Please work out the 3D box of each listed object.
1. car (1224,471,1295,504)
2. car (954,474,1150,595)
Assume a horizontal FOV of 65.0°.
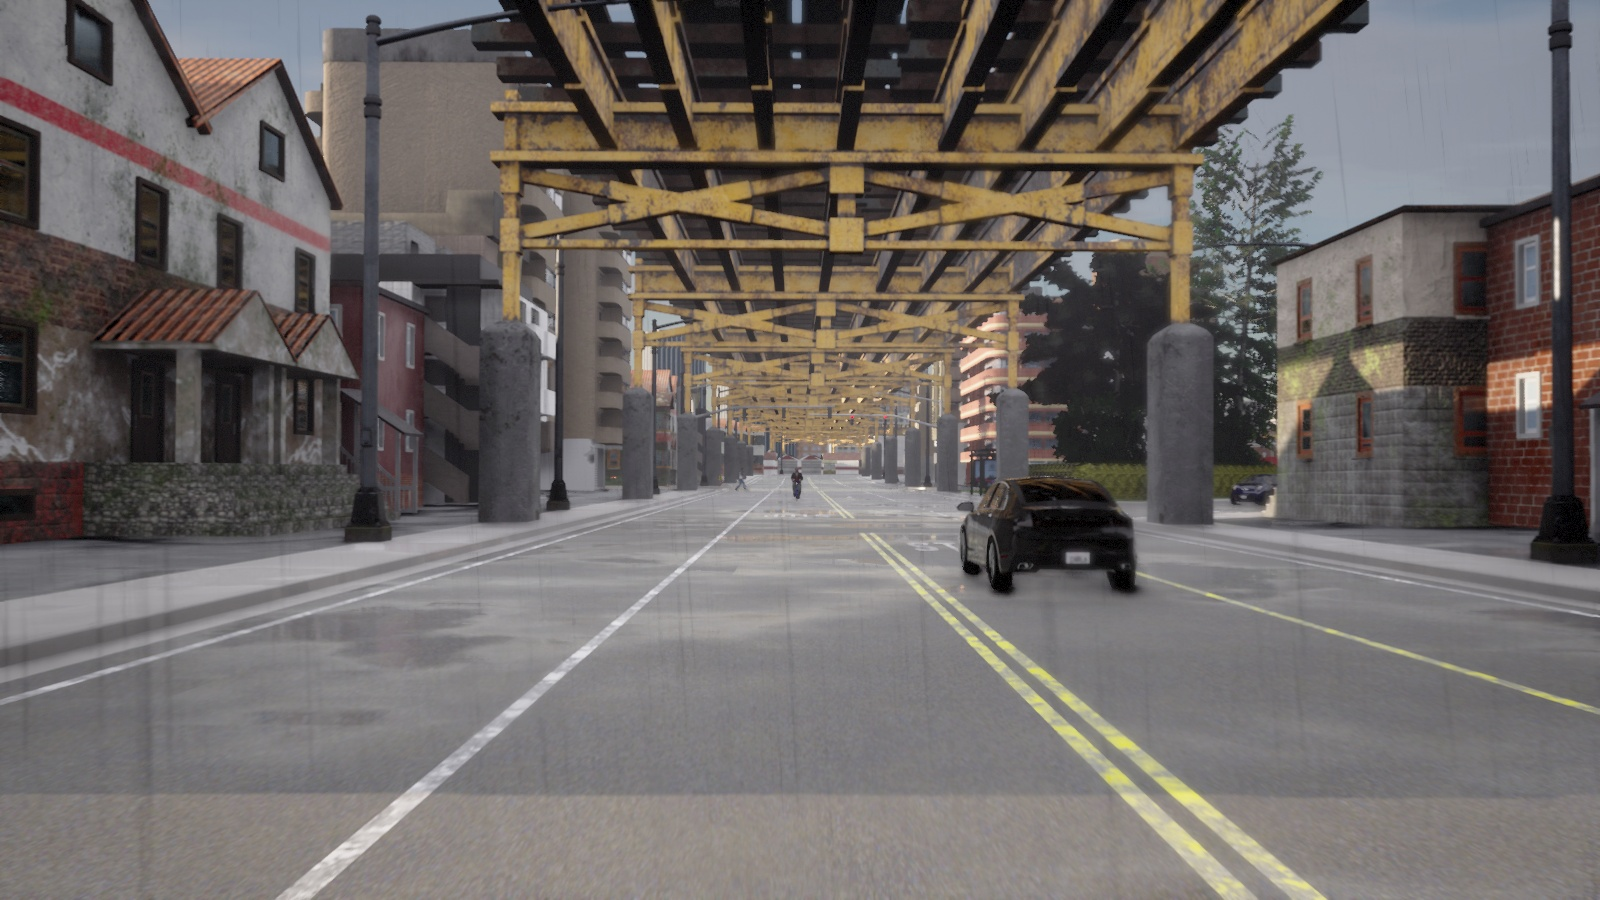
[{"bbox_3d":[21.862,1.740,59.673,1.845,1.501,3.633,-1,-1,45],"label":"car"},{"bbox_3d":[3.458,1.110,18.183,1.837,1.490,4.892,0,-1,0],"label":"car"}]
